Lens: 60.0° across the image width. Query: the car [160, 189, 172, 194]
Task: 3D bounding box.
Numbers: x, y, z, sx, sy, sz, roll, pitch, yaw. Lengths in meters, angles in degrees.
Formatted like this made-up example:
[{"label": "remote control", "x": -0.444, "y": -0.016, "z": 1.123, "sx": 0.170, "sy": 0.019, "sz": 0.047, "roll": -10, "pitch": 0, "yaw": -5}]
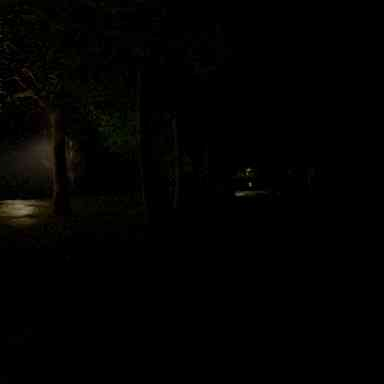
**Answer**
[{"label": "car", "x": -7.015, "y": -0.089, "z": 85.609, "sx": 1.837, "sy": 1.490, "sz": 4.892, "roll": -3, "pitch": -1, "yaw": 34}]
